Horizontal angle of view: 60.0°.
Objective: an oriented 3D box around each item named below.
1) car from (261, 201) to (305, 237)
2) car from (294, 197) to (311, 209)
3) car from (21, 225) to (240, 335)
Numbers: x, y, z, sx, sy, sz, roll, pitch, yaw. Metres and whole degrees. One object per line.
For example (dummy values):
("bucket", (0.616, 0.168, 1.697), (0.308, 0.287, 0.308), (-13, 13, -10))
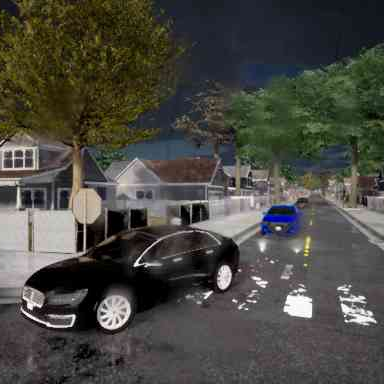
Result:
("car", (5.025, 1.478, 18.370), (1.882, 1.535, 5.008), (0, 0, 20))
("car", (15.514, 1.524, 46.562), (1.837, 1.490, 4.892), (0, 0, 20))
("car", (-0.881, 1.507, 6.946), (1.837, 1.490, 4.892), (0, 0, 42))
